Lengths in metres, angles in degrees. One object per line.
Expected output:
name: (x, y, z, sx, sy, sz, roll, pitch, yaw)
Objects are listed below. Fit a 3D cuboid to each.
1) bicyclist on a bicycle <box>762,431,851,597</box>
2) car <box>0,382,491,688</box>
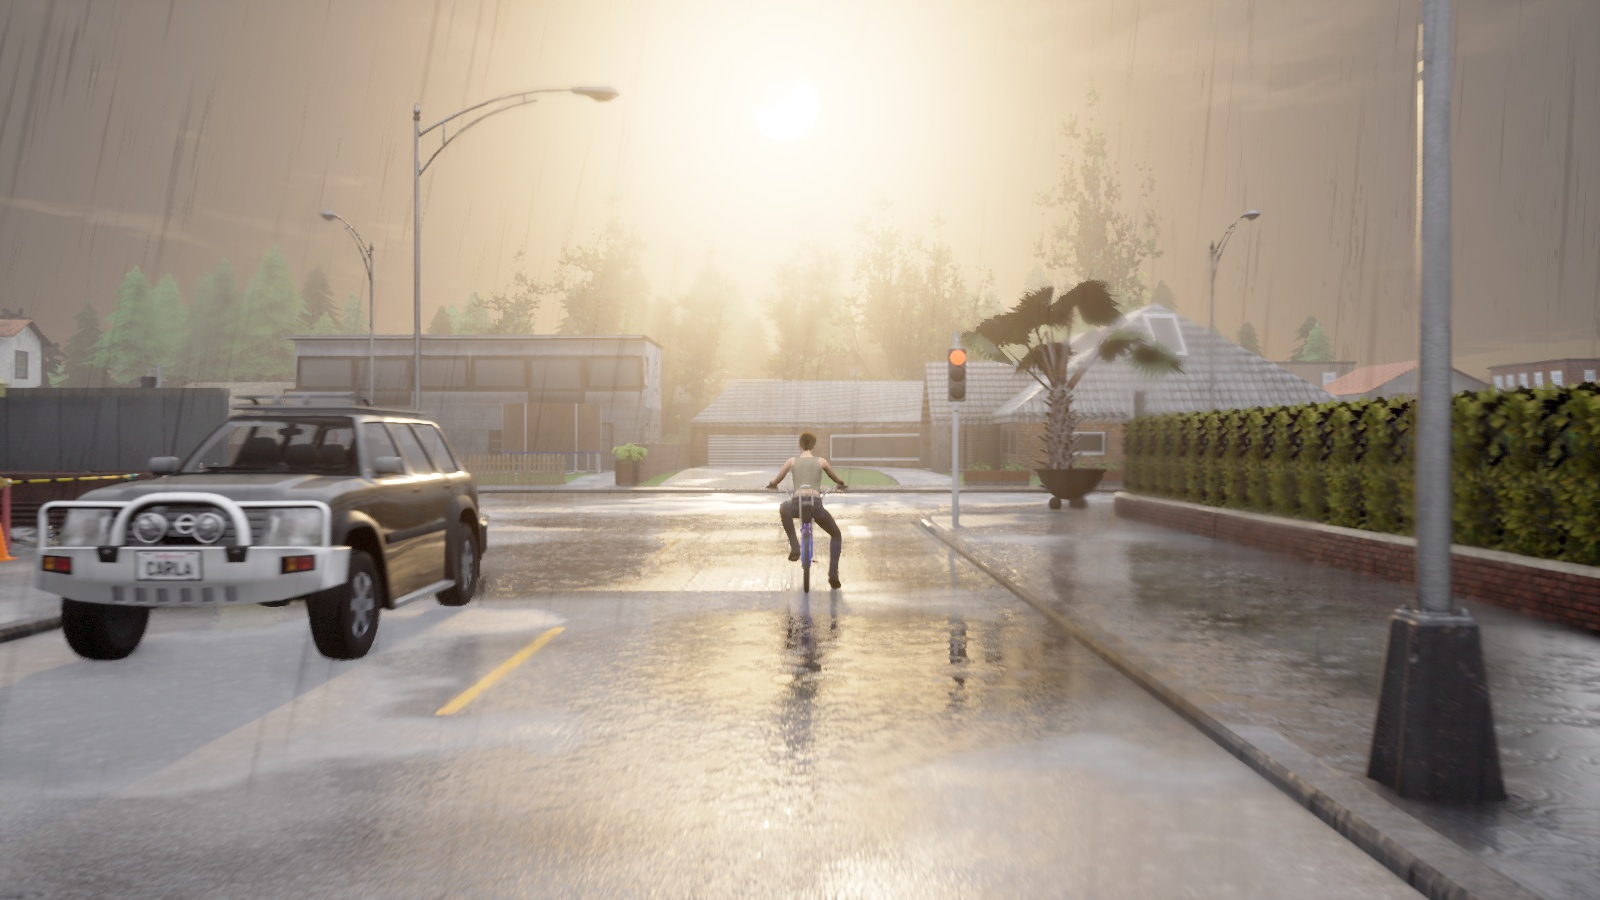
bicyclist on a bicycle: (0.070, 0.610, 12.890, 0.866, 1.612, 1.509, 0, 1, 1)
car: (-3.946, 0.504, 9.911, 1.932, 1.855, 4.605, 0, 0, -1)
